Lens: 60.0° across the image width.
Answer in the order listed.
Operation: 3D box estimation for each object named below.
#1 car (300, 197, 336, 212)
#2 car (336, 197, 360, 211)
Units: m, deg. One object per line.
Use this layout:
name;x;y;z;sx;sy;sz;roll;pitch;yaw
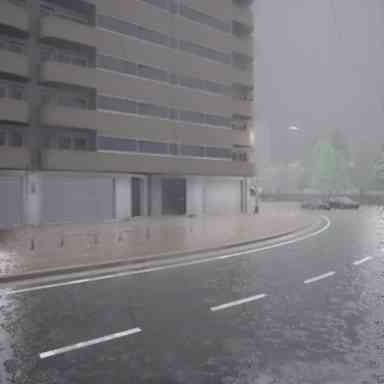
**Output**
car;13.390;1.379;36.168;1.994;1.385;4.181;0;0;-3
car;16.832;1.272;37.355;1.882;1.535;5.008;0;0;-5
